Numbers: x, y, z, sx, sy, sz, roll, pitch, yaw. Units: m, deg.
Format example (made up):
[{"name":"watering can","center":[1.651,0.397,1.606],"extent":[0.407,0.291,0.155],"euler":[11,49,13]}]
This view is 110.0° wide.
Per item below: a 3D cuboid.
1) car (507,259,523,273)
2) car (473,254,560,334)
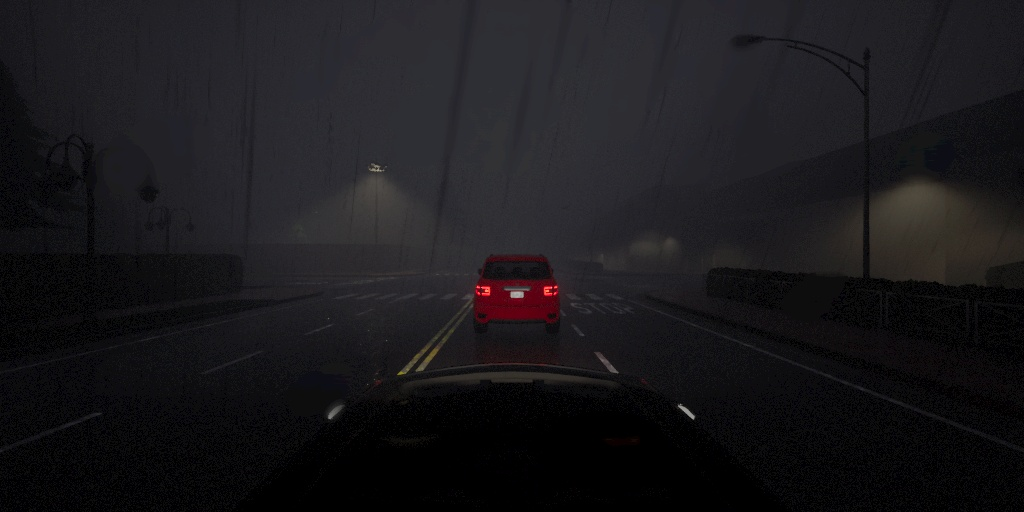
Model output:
[{"name":"car","center":[0.353,1.228,45.621],"extent":[1.882,1.535,5.008],"euler":[0,0,1]},{"name":"car","center":[0.121,0.971,10.812],"extent":[2.150,2.045,5.566],"euler":[0,0,0]}]
